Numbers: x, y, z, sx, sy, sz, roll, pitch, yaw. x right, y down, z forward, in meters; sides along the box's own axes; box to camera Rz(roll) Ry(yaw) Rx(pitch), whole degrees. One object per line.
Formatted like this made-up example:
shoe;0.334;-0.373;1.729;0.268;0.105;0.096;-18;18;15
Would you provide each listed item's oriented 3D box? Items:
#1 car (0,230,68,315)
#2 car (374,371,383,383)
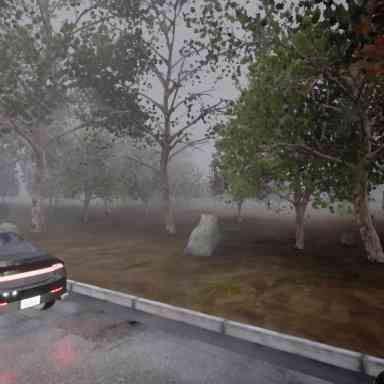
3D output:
car;-4.481;1.501;6.577;4.902;1.511;2.128;0;0;36
car;3.250;1.490;1.059;4.902;1.511;2.128;0;0;36
